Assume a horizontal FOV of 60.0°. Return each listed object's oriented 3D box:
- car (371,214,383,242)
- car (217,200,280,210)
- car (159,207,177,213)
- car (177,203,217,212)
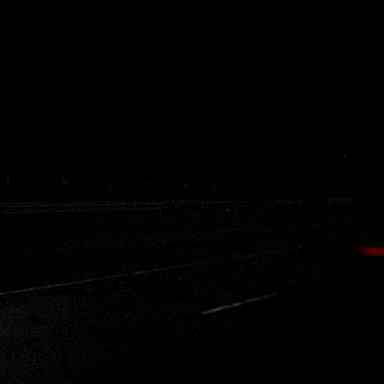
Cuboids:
[{"bbox_3d":[10.240,1.499,15.349,5.008,1.535,1.882,0,0,-36],"label":"car"},{"bbox_3d":[4.463,1.374,24.371,4.553,1.767,2.097,0,0,-35],"label":"car"},{"bbox_3d":[-0.514,1.620,29.421,4.718,1.301,1.895,0,0,-35],"label":"car"},{"bbox_3d":[1.520,1.620,26.573,4.718,1.301,1.895,0,0,-35],"label":"car"}]
